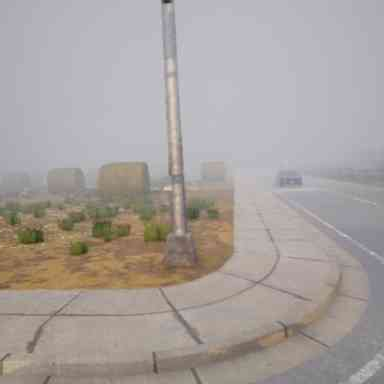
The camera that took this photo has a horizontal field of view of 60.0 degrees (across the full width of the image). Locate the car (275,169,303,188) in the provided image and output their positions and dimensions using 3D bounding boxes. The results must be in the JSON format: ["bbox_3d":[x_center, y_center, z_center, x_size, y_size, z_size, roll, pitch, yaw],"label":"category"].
[{"bbox_3d":[8.659,-1.289,30.136,1.882,1.535,5.008,-2,5,7],"label":"car"}]
